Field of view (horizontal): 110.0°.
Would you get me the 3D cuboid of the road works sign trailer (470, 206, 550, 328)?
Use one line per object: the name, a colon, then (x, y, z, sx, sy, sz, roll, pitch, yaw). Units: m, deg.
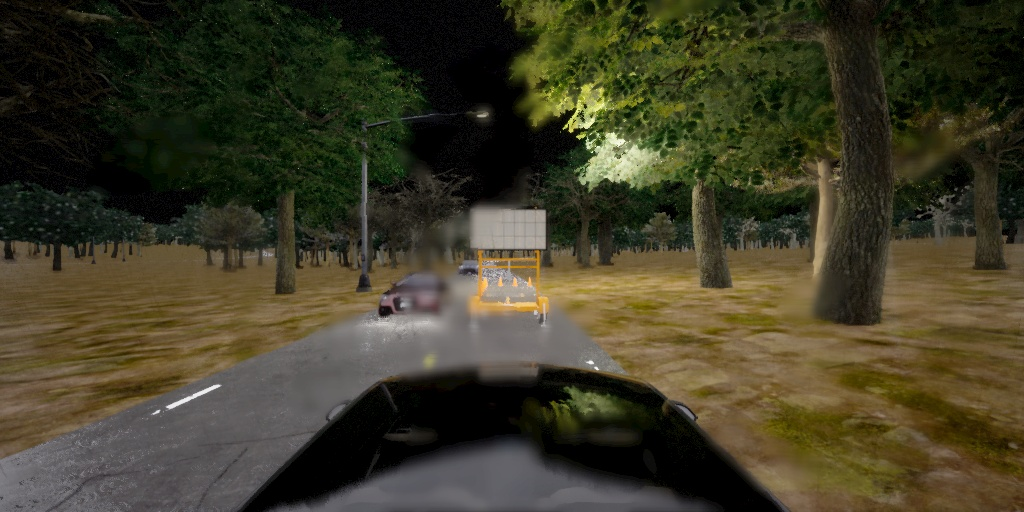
road works sign trailer: (-0.093, 0.225, 11.424, 2.380, 3.560, 2.880, 0, 0, -2)

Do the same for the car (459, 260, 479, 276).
car: (-4.512, 1.180, 38.703, 2.097, 1.767, 4.553, 0, 0, -4)

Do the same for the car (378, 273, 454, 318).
car: (-3.292, 1.326, 12.966, 1.994, 1.385, 4.181, 0, 0, -2)
